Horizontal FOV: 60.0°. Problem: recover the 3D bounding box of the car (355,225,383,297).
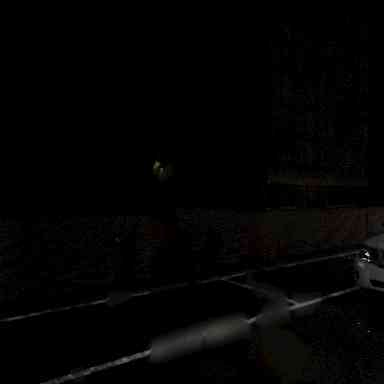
[{"bbox_3d":[6.007,1.260,7.561,5.566,2.045,2.150,0,0,-36],"label":"car"}]
